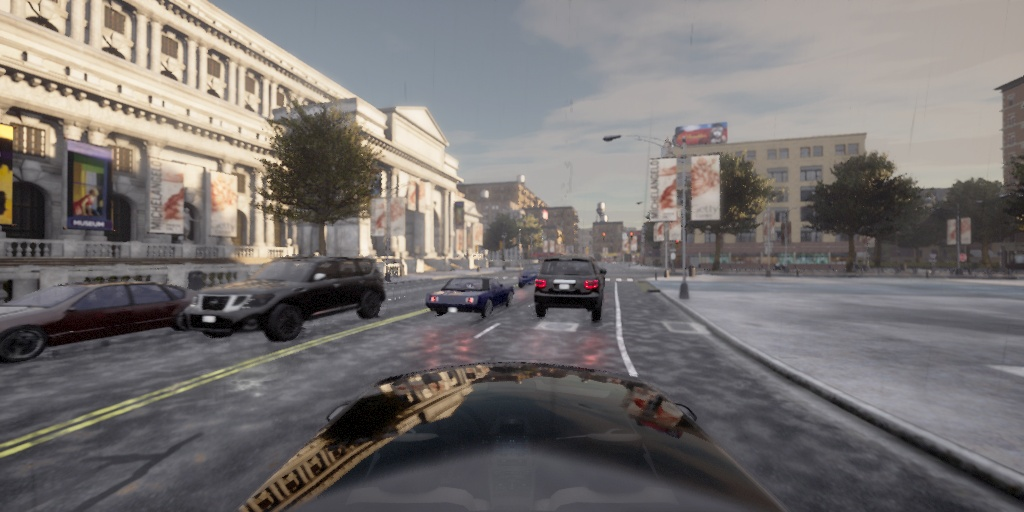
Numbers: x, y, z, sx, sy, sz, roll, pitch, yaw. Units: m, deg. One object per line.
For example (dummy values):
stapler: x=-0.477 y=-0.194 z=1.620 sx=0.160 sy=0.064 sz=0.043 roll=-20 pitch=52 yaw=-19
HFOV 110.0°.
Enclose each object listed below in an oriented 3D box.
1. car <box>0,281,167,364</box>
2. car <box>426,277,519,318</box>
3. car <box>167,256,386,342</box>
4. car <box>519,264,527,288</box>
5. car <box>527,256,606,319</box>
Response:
car: x=-9.845 y=1.328 z=8.551 sx=2.033 sy=1.411 sz=5.357 roll=0 pitch=0 yaw=10
car: x=-1.306 y=1.426 z=13.476 sx=1.895 sy=1.301 sz=4.718 roll=0 pitch=0 yaw=15
car: x=-5.918 y=1.019 z=10.418 sx=2.150 sy=2.045 sz=5.566 roll=0 pitch=0 yaw=13
car: x=1.918 y=1.258 z=25.019 sx=2.097 sy=1.767 sz=4.553 roll=0 pitch=0 yaw=16
car: x=2.290 y=1.050 z=13.459 sx=2.150 sy=2.045 sz=5.566 roll=0 pitch=-1 yaw=15
